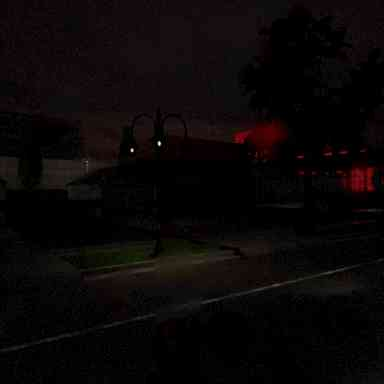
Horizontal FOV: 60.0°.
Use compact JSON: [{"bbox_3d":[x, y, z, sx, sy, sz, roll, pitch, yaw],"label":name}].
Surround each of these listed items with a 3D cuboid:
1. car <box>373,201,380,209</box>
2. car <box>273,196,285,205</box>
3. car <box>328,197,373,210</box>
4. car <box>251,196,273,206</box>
[{"bbox_3d":[22.887,1.477,45.346,1.882,1.535,5.008,0,0,-34],"label":"car"},{"bbox_3d":[13.924,1.458,58.909,2.033,1.411,5.357,0,0,-34],"label":"car"},{"bbox_3d":[20.235,1.600,43.011,1.895,1.301,4.718,0,0,-34],"label":"car"},{"bbox_3d":[11.032,1.608,56.937,1.895,1.301,4.718,0,0,-34],"label":"car"}]
